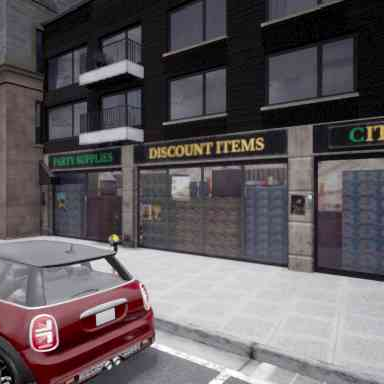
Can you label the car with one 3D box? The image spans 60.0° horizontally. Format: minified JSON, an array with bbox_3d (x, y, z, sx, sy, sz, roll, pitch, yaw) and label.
[{"bbox_3d":[-2.559,1.440,4.905,4.097,1.590,1.967,0,0,36],"label":"car"}]
